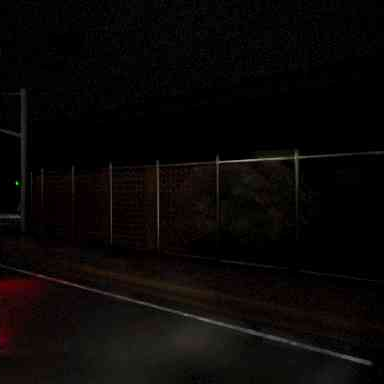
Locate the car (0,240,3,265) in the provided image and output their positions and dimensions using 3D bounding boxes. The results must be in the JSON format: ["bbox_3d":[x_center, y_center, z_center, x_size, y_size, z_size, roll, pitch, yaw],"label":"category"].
[{"bbox_3d":[-7.128,1.491,9.074,4.902,1.511,2.128,0,0,33],"label":"car"}]

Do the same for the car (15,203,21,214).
[{"bbox_3d":[-14.746,1.582,33.469,1.812,1.442,4.674,0,1,35],"label":"car"}]

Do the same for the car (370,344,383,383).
[{"bbox_3d":[3.825,1.224,1.271,5.566,2.045,2.150,0,0,35],"label":"car"}]

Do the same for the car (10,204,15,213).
[{"bbox_3d":[-17.183,1.408,36.121,2.097,1.767,4.553,0,0,35],"label":"car"}]
